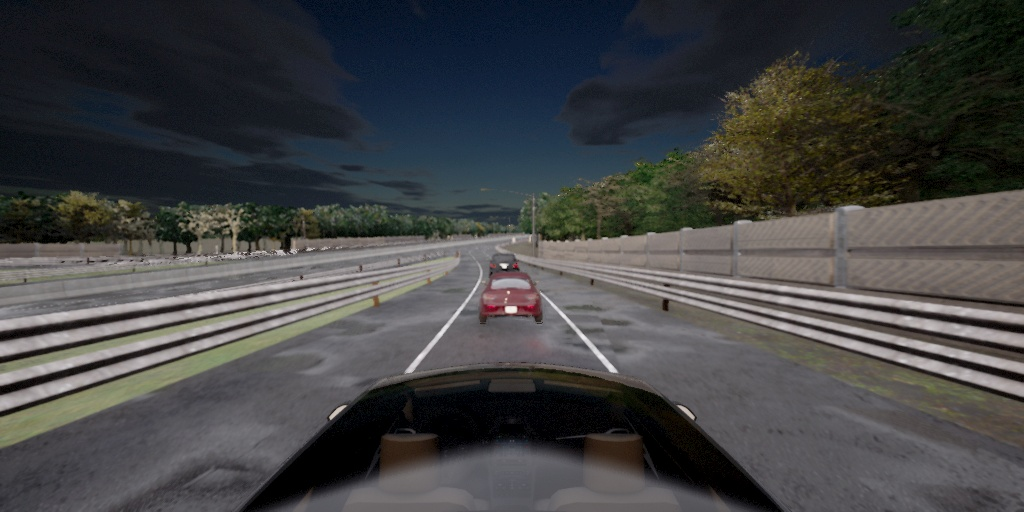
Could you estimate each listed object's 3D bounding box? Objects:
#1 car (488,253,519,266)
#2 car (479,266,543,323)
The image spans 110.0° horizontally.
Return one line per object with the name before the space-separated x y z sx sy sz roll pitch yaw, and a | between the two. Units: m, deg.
car | -0.660 0.808 27.430 2.150 2.045 5.566 0 1 -3
car | -0.050 1.211 11.674 1.812 1.442 4.674 0 0 -1
